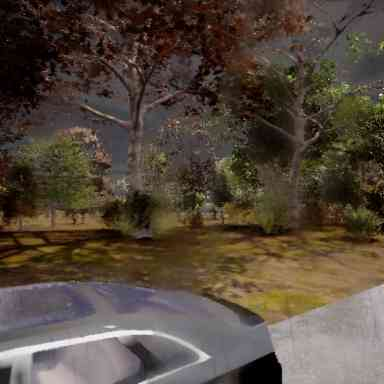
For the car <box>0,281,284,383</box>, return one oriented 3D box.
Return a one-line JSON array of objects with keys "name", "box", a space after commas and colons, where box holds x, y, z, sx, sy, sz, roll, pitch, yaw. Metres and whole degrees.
[{"name": "car", "box": [-1.501, 1.496, 2.070, 4.902, 1.511, 2.128, 0, 0, -36]}]
